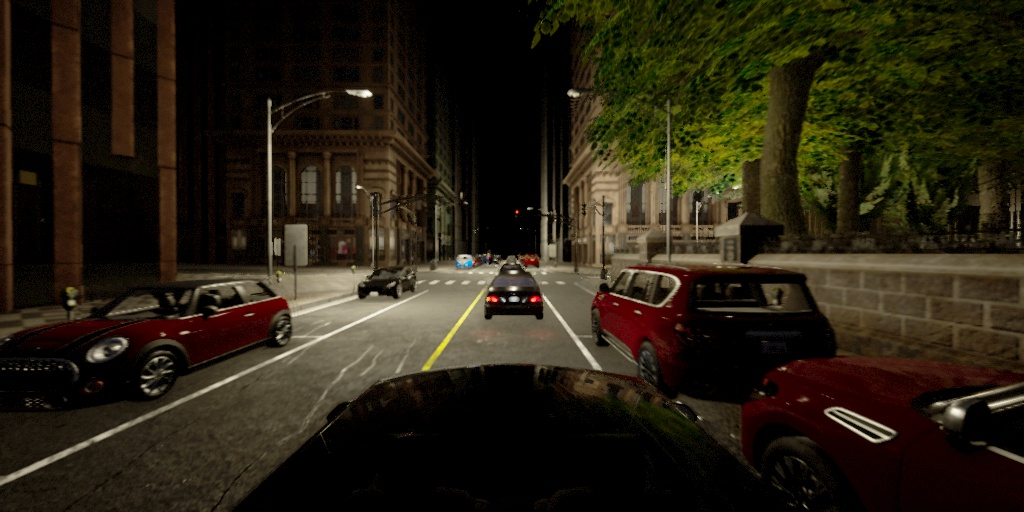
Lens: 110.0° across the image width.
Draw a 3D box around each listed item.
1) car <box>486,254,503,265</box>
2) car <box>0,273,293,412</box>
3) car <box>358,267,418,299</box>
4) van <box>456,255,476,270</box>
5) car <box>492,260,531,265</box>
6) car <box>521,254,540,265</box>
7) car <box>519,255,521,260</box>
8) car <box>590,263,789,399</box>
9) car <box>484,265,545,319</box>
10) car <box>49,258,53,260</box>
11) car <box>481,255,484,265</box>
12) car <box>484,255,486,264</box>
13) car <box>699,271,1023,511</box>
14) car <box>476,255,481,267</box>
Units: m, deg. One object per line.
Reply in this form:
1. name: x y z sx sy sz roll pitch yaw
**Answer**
1. car: -3.102 0.846 61.759 2.033 1.411 5.357 0 0 0
2. car: -5.766 1.160 6.146 1.967 1.591 4.097 0 0 0
3. car: -5.781 1.196 17.193 1.948 1.339 4.313 0 0 0
4. van: -5.819 0.766 43.850 1.690 1.789 3.998 0 0 0
5. car: -0.026 1.145 22.666 1.994 1.385 4.181 0 0 0
6. car: 2.699 0.693 49.311 2.192 1.841 5.009 0 0 0
7. car: 2.691 0.655 54.751 2.192 1.841 5.009 0 0 0
8. car: 2.759 1.027 6.169 2.192 1.841 5.009 0 0 0
9. car: 0.061 1.212 12.315 2.033 1.411 5.357 0 0 0
10. car: -35.186 0.644 28.979 4.718 1.301 1.895 1 0 0
11. car: -5.834 0.893 54.731 1.888 1.381 4.507 0 0 0
12. car: -5.842 0.877 60.172 1.948 1.339 4.313 0 0 0
13. car: 2.767 1.070 0.644 2.192 1.841 5.009 0 0 0
14. car: -5.826 0.826 49.290 1.967 1.591 4.097 0 0 0
